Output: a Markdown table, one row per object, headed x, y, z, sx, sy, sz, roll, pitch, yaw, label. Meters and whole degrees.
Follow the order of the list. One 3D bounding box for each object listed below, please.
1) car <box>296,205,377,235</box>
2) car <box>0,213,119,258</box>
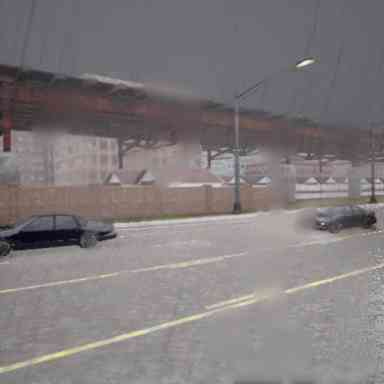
| x | y | z | sx | sy | sz | roll | pitch | yaw | label |
| --- | --- | --- | --- | --- | --- | --- | --- | --- | --- |
| 8.096 | 1.412 | 18.318 | 5.357 | 1.411 | 2.033 | -1 | 1 | -35 | car |
| -5.619 | 1.539 | 12.867 | 5.357 | 1.411 | 2.033 | 0 | 0 | -35 | car |
